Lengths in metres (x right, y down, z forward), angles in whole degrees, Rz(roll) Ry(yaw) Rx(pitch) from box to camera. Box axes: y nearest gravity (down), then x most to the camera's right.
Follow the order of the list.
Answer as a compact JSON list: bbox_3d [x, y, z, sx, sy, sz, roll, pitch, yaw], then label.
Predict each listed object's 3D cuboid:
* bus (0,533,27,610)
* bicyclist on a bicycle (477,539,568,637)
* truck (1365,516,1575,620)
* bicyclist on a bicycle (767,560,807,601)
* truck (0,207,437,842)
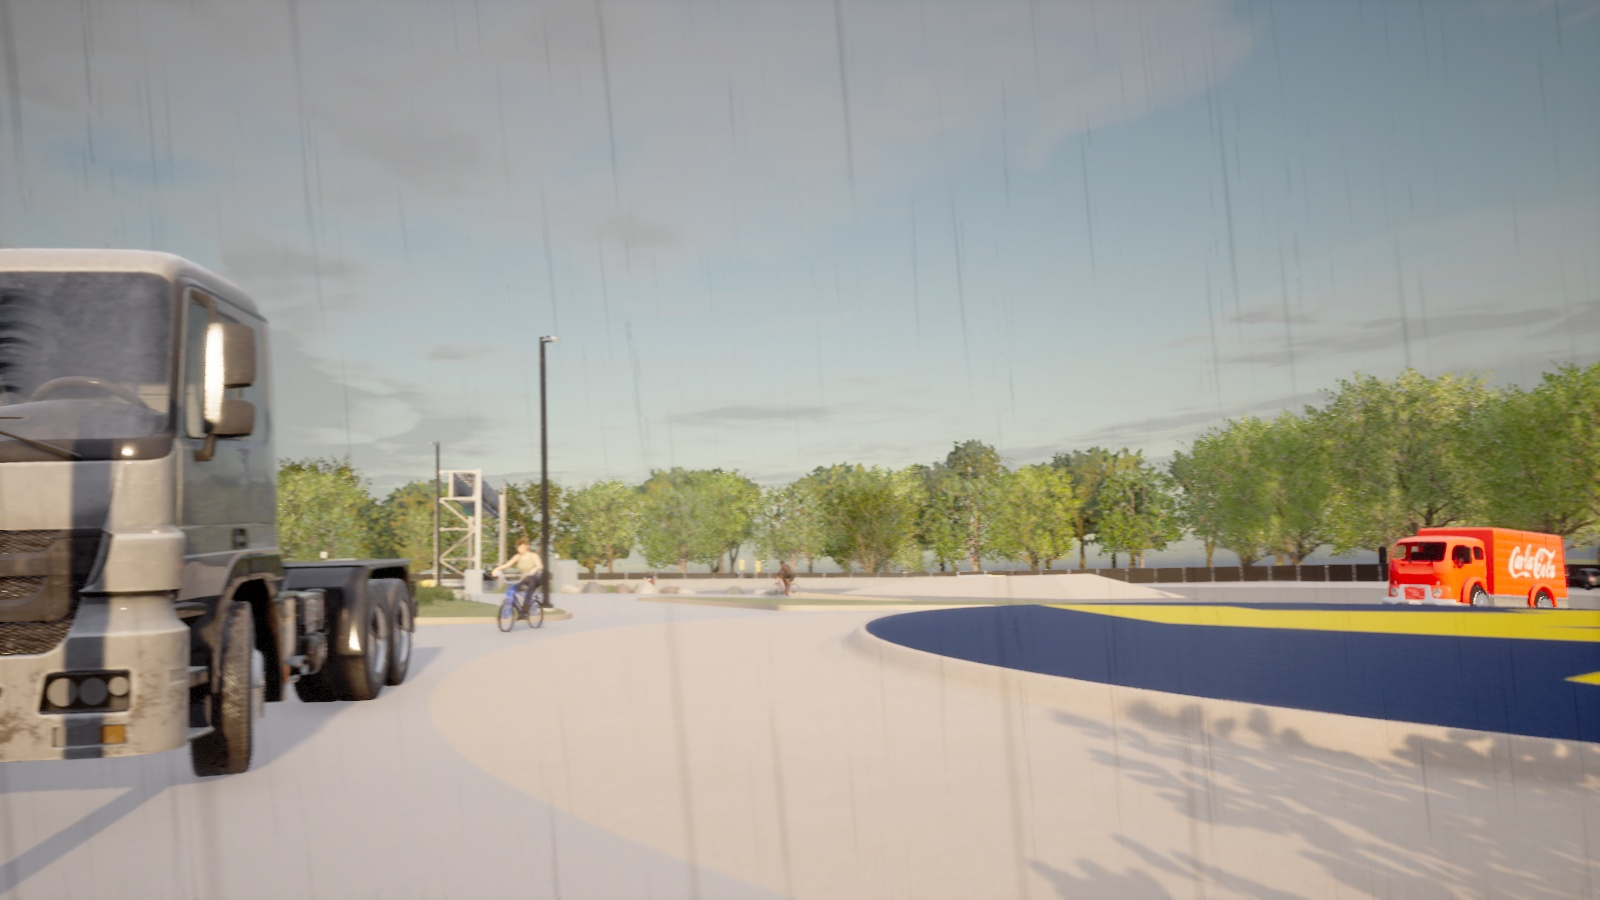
[{"bbox_3d":[-49.381,6.885,69.635,10.273,4.253,3.944,0,-6,-11],"label":"bus"},{"bbox_3d":[-4.812,2.382,21.868,0.866,1.612,1.509,-4,-5,18],"label":"bicyclist on a bicycle"},{"bbox_3d":[17.846,3.182,33.434,5.204,2.467,2.627,6,-7,-31],"label":"truck"},{"bbox_3d":[-0.544,5.356,51.587,1.656,1.620,0.582,-5,-6,41],"label":"bicyclist on a bicycle"},{"bbox_3d":[-5.314,0.660,10.734,2.891,3.462,7.936,-1,-4,-6],"label":"truck"}]
